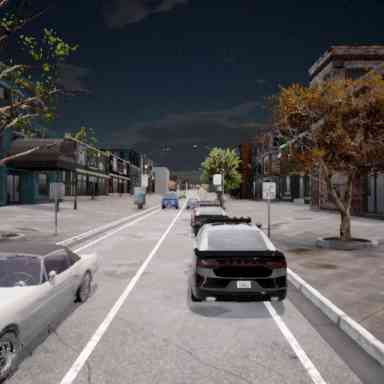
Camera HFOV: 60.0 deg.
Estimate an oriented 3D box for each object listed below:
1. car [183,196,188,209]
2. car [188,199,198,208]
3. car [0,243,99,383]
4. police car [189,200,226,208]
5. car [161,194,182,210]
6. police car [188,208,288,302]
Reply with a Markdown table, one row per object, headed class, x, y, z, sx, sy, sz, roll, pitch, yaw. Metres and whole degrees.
| class | x | y | z | sx | sy | sz | roll | pitch | yaw |
| --- | --- | --- | --- | --- | --- | --- | --- | --- | --- |
| car | 0.175 | 1.631 | 45.982 | 2.033 | 1.411 | 5.357 | 0 | 0 | 0 |
| car | 0.985 | 1.400 | 24.341 | 2.097 | 1.767 | 4.553 | 0 | 0 | 0 |
| car | -3.082 | 1.610 | 5.453 | 1.895 | 1.301 | 4.718 | 0 | 0 | 0 |
| police car | 0.964 | 1.462 | 18.481 | 1.930 | 1.638 | 5.238 | 0 | 0 | 0 |
| car | -2.939 | 1.305 | 45.460 | 2.150 | 2.045 | 5.566 | 0 | 0 | 0 |
| police car | 0.929 | 1.441 | 8.481 | 1.930 | 1.638 | 5.238 | 0 | 0 | 0 |
